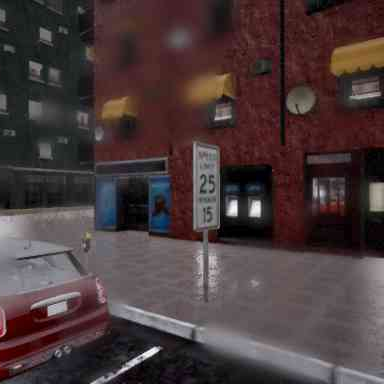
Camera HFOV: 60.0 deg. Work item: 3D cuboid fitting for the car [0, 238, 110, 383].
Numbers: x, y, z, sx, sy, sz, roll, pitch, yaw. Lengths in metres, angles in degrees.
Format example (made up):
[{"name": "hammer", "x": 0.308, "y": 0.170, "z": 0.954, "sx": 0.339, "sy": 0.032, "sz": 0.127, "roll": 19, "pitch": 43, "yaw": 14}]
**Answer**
[{"name": "car", "x": -3.215, "y": 1.438, "z": 5.170, "sx": 4.097, "sy": 1.590, "sz": 1.967, "roll": 0, "pitch": 0, "yaw": 36}]
